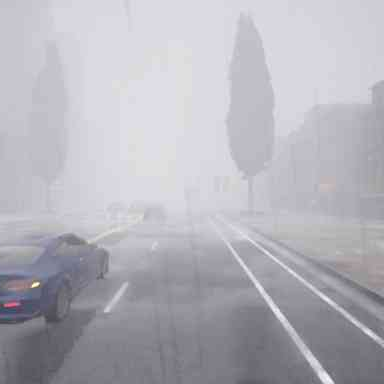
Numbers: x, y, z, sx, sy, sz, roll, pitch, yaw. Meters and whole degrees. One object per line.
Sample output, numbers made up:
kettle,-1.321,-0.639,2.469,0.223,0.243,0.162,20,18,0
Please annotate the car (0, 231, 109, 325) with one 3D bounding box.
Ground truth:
car,-3.155,1.564,7.131,1.812,1.442,4.674,0,0,0

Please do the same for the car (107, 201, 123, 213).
car,-9.849,2.008,43.890,1.837,1.490,4.892,0,-1,0

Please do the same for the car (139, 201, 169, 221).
car,-3.165,1.772,29.439,1.837,1.490,4.892,0,-1,0

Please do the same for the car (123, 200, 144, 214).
car,-6.606,1.803,40.876,2.097,1.767,4.553,0,-1,0

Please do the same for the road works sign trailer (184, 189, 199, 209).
road works sign trailer,-0.028,1.248,58.634,2.380,3.560,2.880,0,-1,0
